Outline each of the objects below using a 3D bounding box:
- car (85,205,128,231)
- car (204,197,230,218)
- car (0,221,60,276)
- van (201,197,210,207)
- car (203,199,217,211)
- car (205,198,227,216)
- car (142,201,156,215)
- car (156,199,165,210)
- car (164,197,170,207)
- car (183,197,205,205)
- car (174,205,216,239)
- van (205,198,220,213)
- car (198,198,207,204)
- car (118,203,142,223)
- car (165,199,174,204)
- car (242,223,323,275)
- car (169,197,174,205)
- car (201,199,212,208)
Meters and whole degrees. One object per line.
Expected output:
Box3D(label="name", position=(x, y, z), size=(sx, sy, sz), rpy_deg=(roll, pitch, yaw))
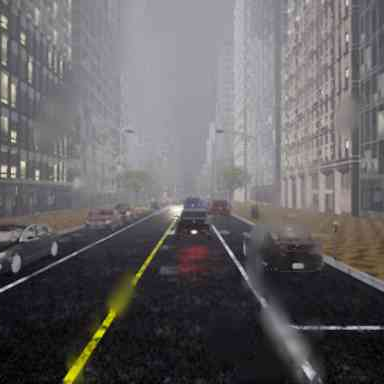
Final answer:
Box3D(label="car", position=(-5.696, 1.796, 21.956), size=(1.802, 1.307, 4.206), rpy_deg=(-1, -1, 0))
Box3D(label="car", position=(2.682, 1.639, 33.325), size=(2.192, 1.841, 5.009), rpy_deg=(-1, -1, 0))
Box3D(label="car", position=(-5.697, 1.655, 10.589), size=(2.008, 1.369, 4.403), rpy_deg=(-1, -1, 0))
Box3D(label="van", position=(2.683, 1.992, 67.425), size=(1.690, 1.788, 3.998), rpy_deg=(-1, -1, 0))
Box3D(label="car", position=(2.684, 1.928, 50.374), size=(1.967, 1.590, 4.097), rpy_deg=(-1, -1, 0))
Box3D(label="car", position=(2.682, 1.694, 39.009), size=(2.192, 1.841, 5.009), rpy_deg=(-1, -1, 0))
Box3D(label="car", position=(-5.696, 1.903, 38.837), size=(1.752, 1.417, 4.829), rpy_deg=(-1, -1, 0))
Box3D(label="car", position=(-5.696, 2.054, 50.373), size=(1.947, 1.339, 4.313), rpy_deg=(-1, -1, 0))
Box3D(label="car", position=(-5.696, 2.147, 61.740), size=(2.008, 1.369, 4.403), rpy_deg=(-1, -1, 0))
Box3D(label="car", position=(0.103, 1.595, 38.482), size=(2.150, 2.045, 5.566), rpy_deg=(0, -1, 0))
Box3D(label="car", position=(0.102, 1.684, 18.326), size=(1.837, 1.490, 4.892), rpy_deg=(0, -1, 0))
Box3D(label="van", position=(2.683, 1.775, 44.692), size=(1.690, 1.788, 3.998), rpy_deg=(-1, -1, 0))
Box3D(label="car", position=(2.686, 2.363, 84.473), size=(2.008, 1.369, 4.403), rpy_deg=(-1, -1, 0))
Box3D(label="car", position=(-5.697, 1.710, 27.640), size=(1.967, 1.590, 4.097), rpy_deg=(-1, -1, 0))
Box3D(label="car", position=(-5.695, 2.394, 84.473), size=(1.802, 1.307, 4.206), rpy_deg=(-1, -1, 0))
Box3D(label="car", position=(2.684, 1.655, 10.589), size=(2.008, 1.369, 4.403), rpy_deg=(-1, -1, 0))
Box3D(label="car", position=(-5.696, 2.145, 73.108), size=(1.967, 1.590, 4.097), rpy_deg=(-1, -1, 0))
Box3D(label="car", position=(2.684, 2.037, 61.741), size=(1.967, 1.590, 4.097), rpy_deg=(-1, -1, 0))
